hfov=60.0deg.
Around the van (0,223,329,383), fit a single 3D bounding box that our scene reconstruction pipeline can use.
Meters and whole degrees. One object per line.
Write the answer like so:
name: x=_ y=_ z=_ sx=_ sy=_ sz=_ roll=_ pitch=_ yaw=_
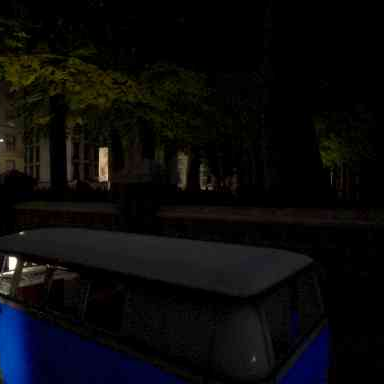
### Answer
van: x=-0.719 y=1.341 z=3.374 sx=3.998 sy=1.788 sz=1.690 roll=0 pitch=0 yaw=36
